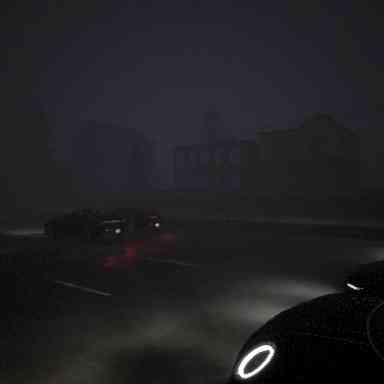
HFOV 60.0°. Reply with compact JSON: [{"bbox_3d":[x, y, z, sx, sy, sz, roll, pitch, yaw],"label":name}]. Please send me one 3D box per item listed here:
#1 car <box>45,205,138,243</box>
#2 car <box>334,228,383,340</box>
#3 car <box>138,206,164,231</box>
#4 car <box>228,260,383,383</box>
[{"bbox_3d":[-5.307,1.545,16.371,4.902,1.511,2.128,0,0,36],"label":"car"},{"bbox_3d":[4.868,1.499,4.821,4.892,1.490,1.837,0,0,35],"label":"car"},{"bbox_3d":[-3.873,1.561,19.648,4.892,1.490,1.837,0,0,36],"label":"car"},{"bbox_3d":[2.489,1.349,2.218,4.553,1.767,2.097,0,0,35],"label":"car"}]
